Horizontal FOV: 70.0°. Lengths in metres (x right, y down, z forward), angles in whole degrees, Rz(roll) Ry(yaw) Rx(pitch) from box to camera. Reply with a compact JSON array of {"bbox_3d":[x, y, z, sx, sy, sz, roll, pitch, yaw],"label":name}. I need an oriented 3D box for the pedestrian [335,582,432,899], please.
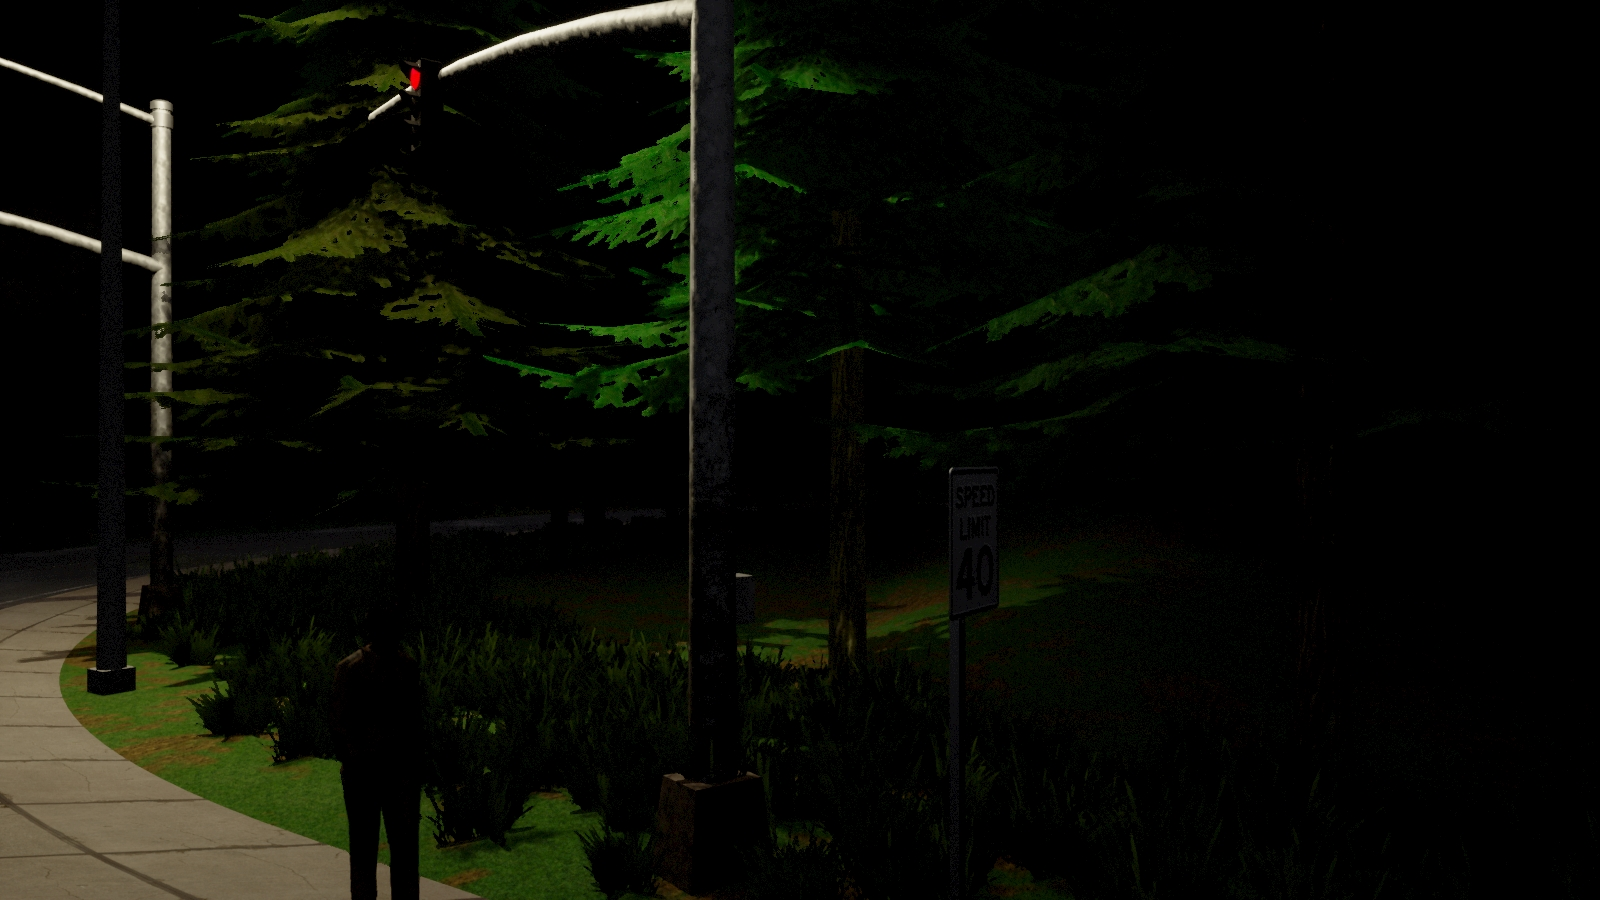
[{"bbox_3d":[-2.241,1.671,6.145,0.375,1.860,0.375,0,0,-42],"label":"pedestrian"}]
